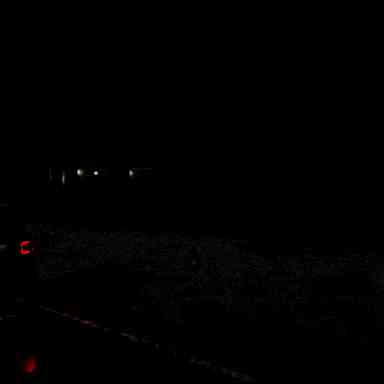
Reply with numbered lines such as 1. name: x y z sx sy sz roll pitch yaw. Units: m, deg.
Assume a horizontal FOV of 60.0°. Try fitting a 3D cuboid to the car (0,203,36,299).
1. car: -5.673 1.225 7.212 5.566 2.045 2.150 0 0 35
